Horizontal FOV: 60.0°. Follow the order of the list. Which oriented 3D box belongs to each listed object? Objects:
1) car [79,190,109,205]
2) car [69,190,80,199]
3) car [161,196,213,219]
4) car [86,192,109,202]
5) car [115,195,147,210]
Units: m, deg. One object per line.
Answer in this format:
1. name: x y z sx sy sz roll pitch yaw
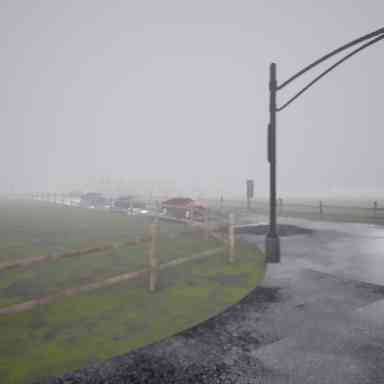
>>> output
1. car: -12.001 0.752 41.361 1.882 1.535 5.008 0 1 -35
2. car: -20.542 0.451 59.627 1.837 1.490 4.892 0 1 -35
3. car: -0.446 1.101 25.037 1.882 1.535 5.008 0 1 -35
4. car: -14.649 0.716 51.477 1.895 1.301 4.718 0 1 -35
5. car: -6.135 1.015 33.089 1.994 1.385 4.181 0 1 -34
